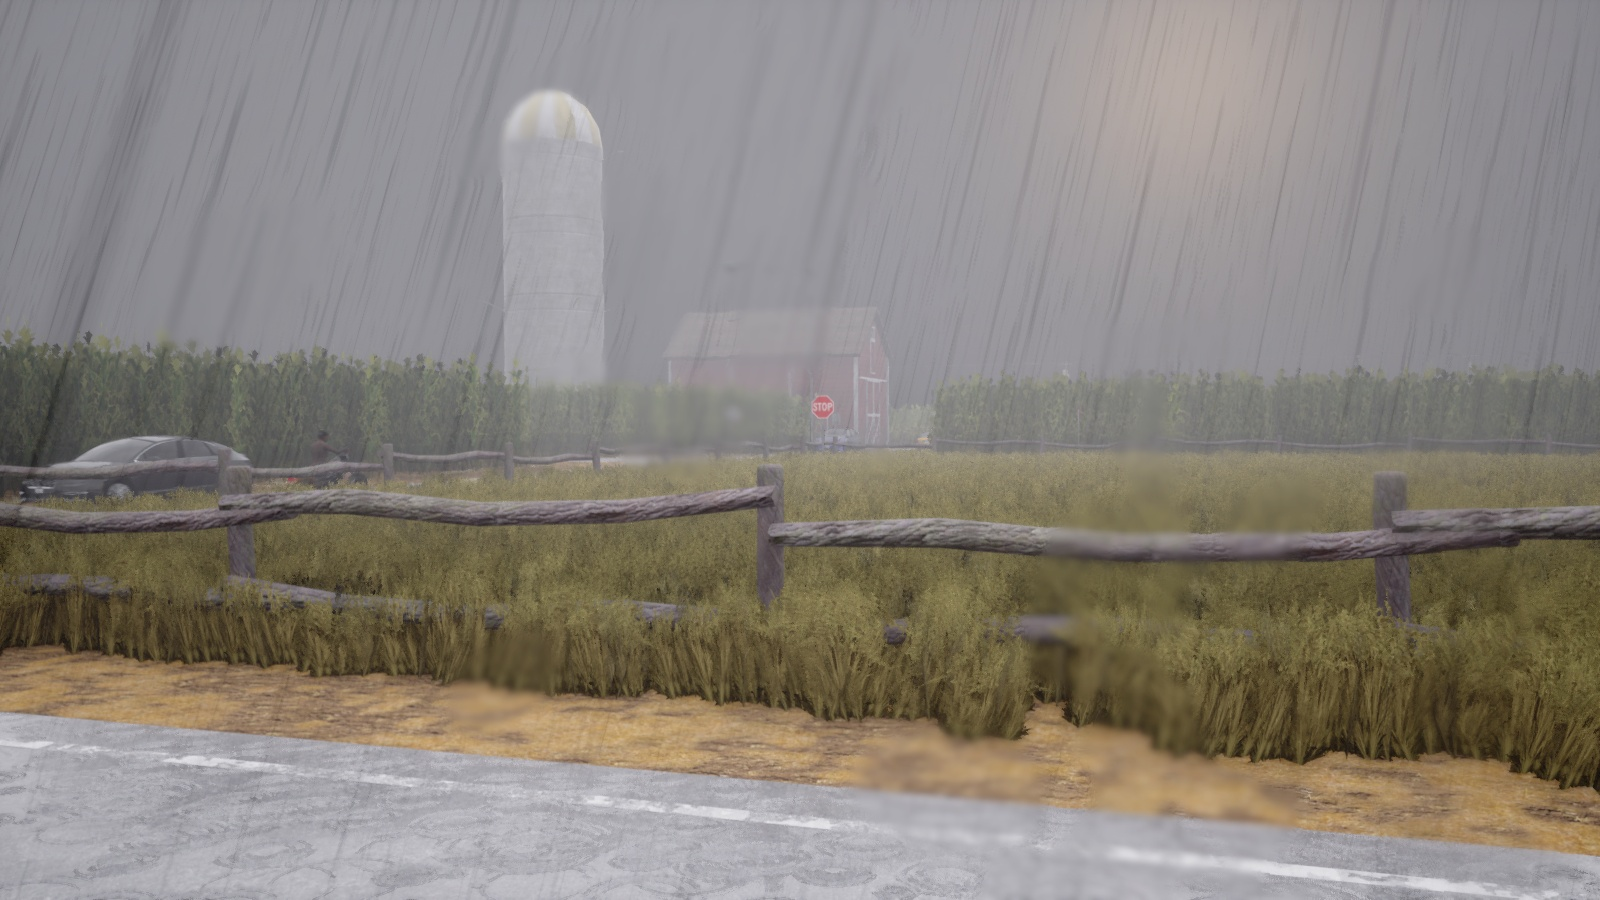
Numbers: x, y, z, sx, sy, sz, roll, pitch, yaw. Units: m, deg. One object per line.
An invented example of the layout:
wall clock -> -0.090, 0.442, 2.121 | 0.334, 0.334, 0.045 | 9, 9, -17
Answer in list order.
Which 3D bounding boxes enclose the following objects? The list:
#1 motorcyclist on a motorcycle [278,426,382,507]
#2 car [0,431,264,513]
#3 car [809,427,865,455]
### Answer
motorcyclist on a motorcycle -> -9.939, 0.314, 26.672 | 0.766, 1.649, 2.350 | 1, 1, 19
car -> -13.517, 0.373, 25.770 | 1.837, 1.490, 4.892 | 1, 1, 19
car -> 2.172, -0.518, 72.111 | 2.007, 1.525, 4.514 | 1, 0, 19
